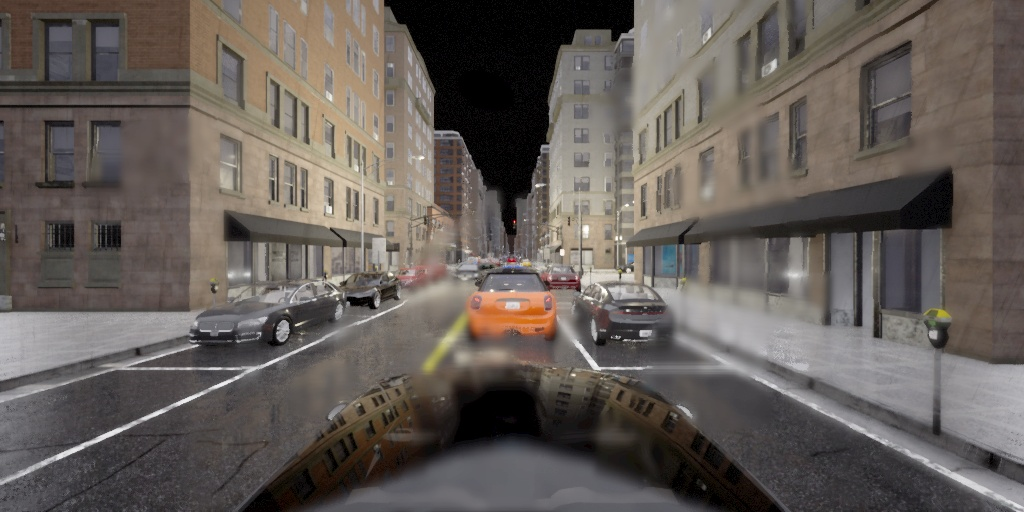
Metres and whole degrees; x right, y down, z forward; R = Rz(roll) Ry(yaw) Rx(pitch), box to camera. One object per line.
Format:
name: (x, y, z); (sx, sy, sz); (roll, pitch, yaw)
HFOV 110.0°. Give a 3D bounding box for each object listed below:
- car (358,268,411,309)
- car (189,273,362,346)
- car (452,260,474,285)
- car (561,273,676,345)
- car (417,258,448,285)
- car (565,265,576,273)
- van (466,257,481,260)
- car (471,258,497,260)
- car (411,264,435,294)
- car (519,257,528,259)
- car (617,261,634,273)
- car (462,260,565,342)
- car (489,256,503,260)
car: (-5.866, 1.314, 14.784); (1.948, 1.339, 4.313); (0, 0, 0)
car: (-5.862, 1.300, 9.259); (2.007, 1.370, 4.403); (0, 0, 0)
car: (-3.117, 1.271, 26.132); (1.812, 1.442, 4.674); (0, 0, 0)
car: (2.664, 1.300, 9.289); (2.007, 1.370, 4.403); (0, 0, 0)
car: (-5.875, 1.060, 25.831); (2.192, 1.841, 5.009); (0, 0, 0)
car: (2.656, 1.187, 20.340); (1.967, 1.591, 4.097); (0, 0, 0)
van: (-5.895, 1.077, 52.779); (1.690, 1.789, 3.998); (0, 0, 0)
car: (-3.698, 1.339, 47.500); (1.895, 1.301, 4.718); (0, 0, 8)
car: (-5.870, 1.329, 20.308); (1.802, 1.307, 4.207); (0, 0, 0)
car: (2.622, 1.258, 64.171); (1.751, 1.417, 4.829); (0, 0, 0)
car: (14.536, 1.237, 40.974); (4.892, 1.490, 1.837); (0, 0, 1)
car: (0.014, 1.101, 9.948); (2.097, 1.767, 4.553); (0, 0, 0)
car: (-3.105, 1.210, 64.827); (1.882, 1.535, 5.008); (0, 0, 0)
